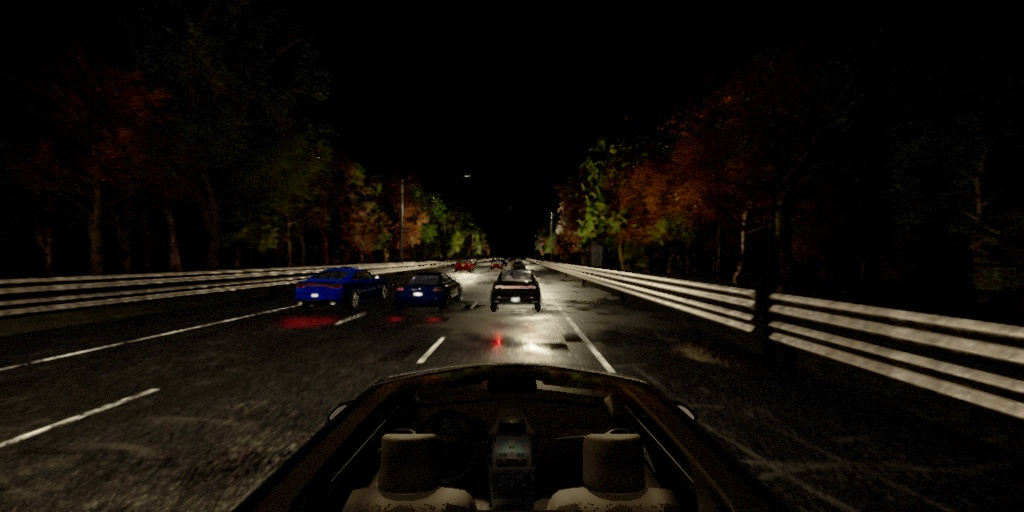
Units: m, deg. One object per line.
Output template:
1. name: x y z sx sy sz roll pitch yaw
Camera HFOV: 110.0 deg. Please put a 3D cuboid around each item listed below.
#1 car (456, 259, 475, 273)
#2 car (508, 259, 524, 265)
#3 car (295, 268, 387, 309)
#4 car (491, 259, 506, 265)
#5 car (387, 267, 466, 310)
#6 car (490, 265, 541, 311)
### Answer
1. car: -6.214 1.251 47.936 2.097 1.767 4.553 0 0 1
2. car: 0.711 1.451 43.890 1.837 1.490 4.892 0 0 1
3. car: -6.831 1.234 14.979 1.882 1.535 5.008 0 0 1
4. car: -2.490 1.579 59.963 1.895 1.301 4.718 0 0 1
5. car: -3.333 1.349 14.868 1.994 1.385 4.181 0 0 1
6. car: 0.168 1.307 14.836 2.128 1.511 4.902 0 0 1
